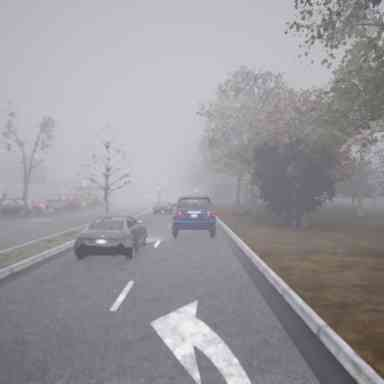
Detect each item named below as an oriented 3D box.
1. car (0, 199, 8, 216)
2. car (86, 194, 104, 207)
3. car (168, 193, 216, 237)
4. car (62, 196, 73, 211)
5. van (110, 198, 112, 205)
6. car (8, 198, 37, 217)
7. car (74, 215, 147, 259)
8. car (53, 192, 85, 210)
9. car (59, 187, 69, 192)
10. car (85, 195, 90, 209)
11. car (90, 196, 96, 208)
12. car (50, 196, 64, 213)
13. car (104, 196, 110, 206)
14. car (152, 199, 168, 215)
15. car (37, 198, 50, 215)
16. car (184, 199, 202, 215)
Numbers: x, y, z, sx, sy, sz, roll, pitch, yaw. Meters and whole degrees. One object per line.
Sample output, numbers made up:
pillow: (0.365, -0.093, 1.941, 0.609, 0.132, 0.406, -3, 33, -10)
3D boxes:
car: (-16.830, 1.246, 23.913, 5.566, 2.045, 2.435, -1, 0, -20)
car: (-16.787, 1.402, 50.937, 5.566, 2.045, 2.435, -1, 0, -20)
car: (0.103, 1.213, 18.179, 2.150, 2.045, 5.566, 0, 0, 0)
car: (-16.816, 1.600, 38.918, 4.792, 1.488, 2.163, -1, 0, -20)
van: (-16.599, 1.468, 57.009, 4.442, 1.987, 1.878, -1, -1, -19)
car: (-16.769, 1.393, 29.939, 4.553, 1.767, 2.185, -1, 0, -20)
car: (-2.897, 1.555, 12.632, 1.994, 1.385, 4.181, 0, 0, 0)
car: (-16.817, 1.340, 41.924, 5.566, 2.045, 2.435, -1, 0, -20)
car: (-34.158, -0.087, 88.729, 2.435, 2.045, 5.566, 6, -3, -19)
car: (-16.956, 1.610, 44.872, 5.366, 1.575, 1.946, -1, 0, -20)
car: (-16.767, 1.672, 47.939, 4.674, 1.452, 2.002, -1, 0, -20)
car: (-16.801, 1.553, 35.934, 4.892, 1.521, 2.231, -1, -1, -20)
car: (-16.714, 1.423, 53.973, 5.566, 2.045, 2.435, -1, -1, -20)
car: (-2.901, 1.656, 34.904, 1.895, 1.301, 4.718, 0, 0, 0)
car: (-16.829, 1.410, 32.925, 4.553, 1.767, 2.185, -1, -1, -20)
car: (0.106, 1.568, 36.368, 1.837, 1.490, 4.892, 0, 0, 0)
